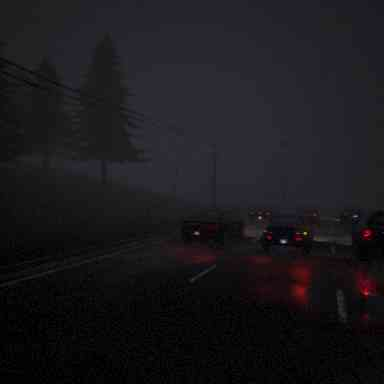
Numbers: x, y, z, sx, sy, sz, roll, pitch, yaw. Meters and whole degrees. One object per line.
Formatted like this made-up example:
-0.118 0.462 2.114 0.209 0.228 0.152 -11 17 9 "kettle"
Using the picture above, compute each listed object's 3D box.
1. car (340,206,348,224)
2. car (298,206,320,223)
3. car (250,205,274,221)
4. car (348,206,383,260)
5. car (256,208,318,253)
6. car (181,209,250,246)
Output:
12.978 1.816 26.625 1.994 1.385 4.181 0 0 23 "car"
9.634 1.825 27.692 1.895 1.301 4.718 0 0 22 "car"
6.389 1.799 29.004 1.895 1.301 4.718 0 0 22 "car"
7.330 1.481 12.636 2.097 1.767 4.553 0 0 22 "car"
4.268 1.633 14.390 1.812 1.442 4.674 0 0 23 "car"
1.156 1.563 16.022 1.882 1.535 5.008 0 0 23 "car"
